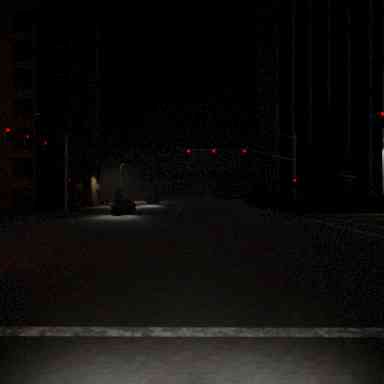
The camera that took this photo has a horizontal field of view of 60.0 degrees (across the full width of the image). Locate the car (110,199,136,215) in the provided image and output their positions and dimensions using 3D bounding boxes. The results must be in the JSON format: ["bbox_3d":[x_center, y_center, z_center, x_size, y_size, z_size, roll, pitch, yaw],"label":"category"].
[{"bbox_3d":[-6.897,1.509,33.754,1.882,1.535,5.008,0,1,0],"label":"car"}]

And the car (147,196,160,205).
[{"bbox_3d":[-6.831,1.426,58.687,2.128,1.511,4.902,0,0,0],"label":"car"}]
